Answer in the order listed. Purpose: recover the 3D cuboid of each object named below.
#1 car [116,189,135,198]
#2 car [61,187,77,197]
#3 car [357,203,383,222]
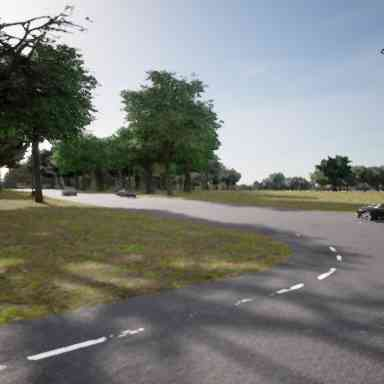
[{"bbox_3d":[-11.182,0.192,55.886,1.994,1.385,4.181,-1,2,-35],"label":"car"},{"bbox_3d":[-22.190,-0.138,60.139,2.097,1.767,4.553,-1,2,-31],"label":"car"},{"bbox_3d":[13.214,1.280,21.433,1.837,1.490,4.892,-1,2,-35],"label":"car"}]
